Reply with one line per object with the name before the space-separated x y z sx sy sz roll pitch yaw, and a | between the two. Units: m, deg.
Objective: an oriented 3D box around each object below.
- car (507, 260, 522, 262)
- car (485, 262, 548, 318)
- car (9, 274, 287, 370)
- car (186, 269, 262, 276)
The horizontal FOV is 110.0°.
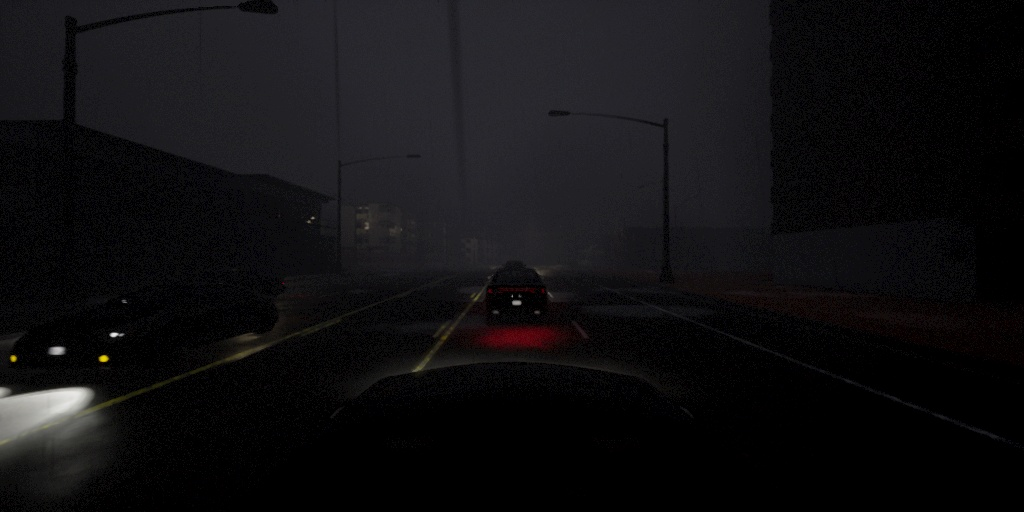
car | 0.190 1.045 27.668 1.812 1.442 4.674 0 0 0
car | 0.143 1.133 12.534 1.882 1.535 5.008 0 1 0
car | -7.069 1.267 7.567 1.994 1.385 4.181 0 1 0
car | -10.531 1.195 12.913 2.033 1.411 5.357 0 1 1
